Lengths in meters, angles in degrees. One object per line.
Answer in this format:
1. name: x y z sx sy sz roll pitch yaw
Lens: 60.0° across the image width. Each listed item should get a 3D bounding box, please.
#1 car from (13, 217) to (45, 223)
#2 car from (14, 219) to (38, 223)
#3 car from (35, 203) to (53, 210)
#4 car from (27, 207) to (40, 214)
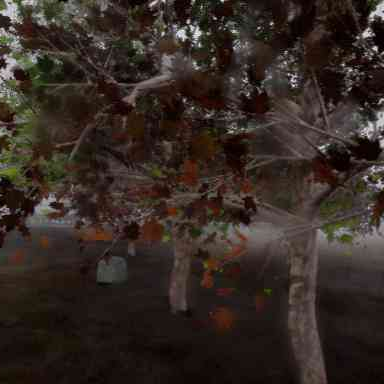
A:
1. car: -17.178 4.092 36.146 5.566 2.045 2.435 2 1 17
2. car: -19.063 4.090 33.735 5.566 2.045 2.435 2 2 17
3. car: -31.404 3.412 71.367 2.435 2.045 5.566 1 1 19
4. car: -27.036 3.737 51.250 5.566 2.045 2.435 0 1 17
